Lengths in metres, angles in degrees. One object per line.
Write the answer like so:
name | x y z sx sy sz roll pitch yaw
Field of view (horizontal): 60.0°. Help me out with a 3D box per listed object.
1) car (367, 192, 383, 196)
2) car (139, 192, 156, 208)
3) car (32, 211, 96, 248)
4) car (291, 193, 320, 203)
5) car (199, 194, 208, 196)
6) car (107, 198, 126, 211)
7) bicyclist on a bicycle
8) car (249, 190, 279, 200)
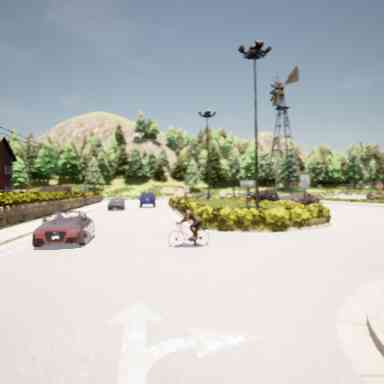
car | 28.514 0.663 50.285 4.193 1.474 1.816 -1 0 -8
car | -6.030 1.008 45.290 2.150 2.045 5.566 -1 1 -8
car | -5.528 1.552 14.782 1.994 1.385 4.181 -1 0 -8
car | 15.956 0.915 47.258 3.905 1.438 1.784 -1 0 -8
car | 1.588 1.066 54.757 5.008 1.535 1.882 -1 0 7
car | -8.809 1.422 39.179 2.033 1.411 5.357 -1 0 -8
bicyclist on a bicycle | -0.139 1.361 13.005 1.656 1.620 0.582 -1 0 -8
car | 10.197 0.709 47.649 2.150 2.045 5.566 -1 0 -20
